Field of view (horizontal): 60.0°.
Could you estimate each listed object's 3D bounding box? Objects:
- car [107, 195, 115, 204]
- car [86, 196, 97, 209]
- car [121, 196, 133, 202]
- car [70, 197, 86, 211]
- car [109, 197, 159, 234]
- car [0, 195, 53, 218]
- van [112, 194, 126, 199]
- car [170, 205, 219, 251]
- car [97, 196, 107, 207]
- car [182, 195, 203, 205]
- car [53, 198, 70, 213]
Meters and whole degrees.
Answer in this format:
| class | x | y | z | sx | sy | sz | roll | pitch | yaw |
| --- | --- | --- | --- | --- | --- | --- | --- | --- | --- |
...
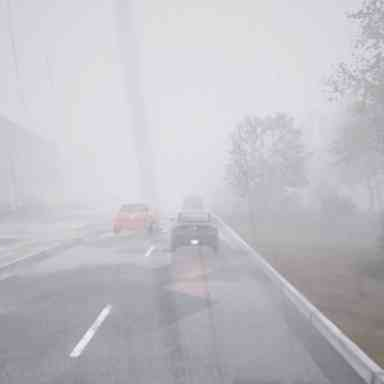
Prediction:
| class | x | y | z | sx | sy | sz | roll | pitch | yaw |
| --- | --- | --- | --- | --- | --- | --- | --- | --- | --- |
| car | -15.545 | 1.645 | 58.285 | 2.002 | 1.452 | 4.674 | 0 | 0 | 0 |
| car | -15.513 | 1.449 | 47.138 | 2.185 | 1.767 | 4.553 | 0 | 0 | 0 |
| car | -15.624 | 1.706 | 80.324 | 2.002 | 1.452 | 4.674 | -2 | 0 | 0 |
| car | -15.499 | 1.560 | 41.588 | 2.231 | 1.521 | 4.892 | 0 | 0 | 0 |
| car | -3.157 | 1.402 | 19.749 | 2.097 | 1.767 | 4.553 | 0 | 0 | 0 |
| car | -15.467 | 1.278 | 30.629 | 2.435 | 2.045 | 5.566 | 0 | 0 | 0 |
| van | -15.574 | 1.409 | 69.217 | 1.878 | 1.987 | 4.442 | 0 | 0 | 0 |
| car | 0.095 | 1.542 | 14.357 | 1.837 | 1.490 | 4.892 | 0 | 0 | 0 |
| car | -15.528 | 1.464 | 52.664 | 2.185 | 1.767 | 4.553 | 0 | 0 | 0 |
| car | 0.089 | 1.317 | 37.351 | 2.150 | 2.045 | 5.566 | 0 | 0 | 0 |
| car | -15.483 | 1.544 | 36.062 | 2.097 | 1.535 | 5.008 | 0 | 0 | 0 |
